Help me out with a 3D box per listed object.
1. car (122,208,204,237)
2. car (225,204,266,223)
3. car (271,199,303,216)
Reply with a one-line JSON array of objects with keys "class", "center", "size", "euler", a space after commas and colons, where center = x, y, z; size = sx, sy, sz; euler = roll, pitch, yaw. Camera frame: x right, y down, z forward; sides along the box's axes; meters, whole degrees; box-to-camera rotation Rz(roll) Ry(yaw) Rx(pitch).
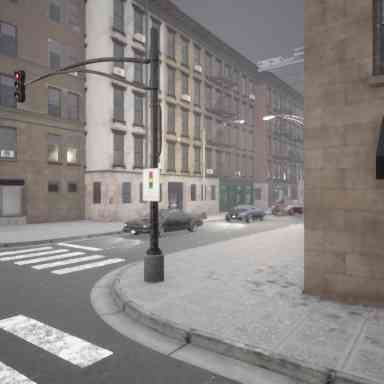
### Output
[{"class": "car", "center": [-1.415, 1.630, 18.891], "size": [2.033, 1.411, 5.357], "euler": [0, 0, 35]}, {"class": "car", "center": [4.359, 1.698, 26.968], "size": [1.994, 1.385, 4.181], "euler": [0, 0, 36]}, {"class": "car", "center": [9.996, 1.538, 34.852], "size": [2.097, 1.767, 4.553], "euler": [0, 0, 35]}]
